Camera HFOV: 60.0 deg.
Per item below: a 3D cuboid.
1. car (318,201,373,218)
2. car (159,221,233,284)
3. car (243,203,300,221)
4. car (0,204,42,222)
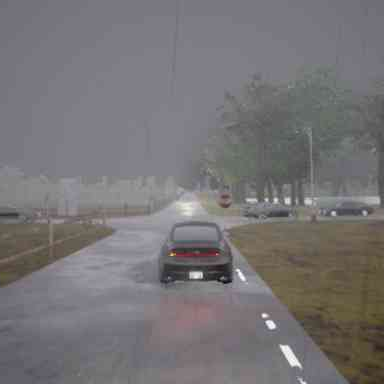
[{"bbox_3d":[14.476,1.609,31.466,4.892,1.490,1.837,-1,-2,0],"label":"car"},{"bbox_3d":[0.097,1.617,9.873,1.837,1.490,4.892,0,0,0],"label":"car"},{"bbox_3d":[6.741,1.637,28.176,4.902,1.511,2.128,0,-2,-16],"label":"car"},{"bbox_3d":[-15.421,1.793,28.400,4.902,1.511,2.128,0,-2,1],"label":"car"}]
